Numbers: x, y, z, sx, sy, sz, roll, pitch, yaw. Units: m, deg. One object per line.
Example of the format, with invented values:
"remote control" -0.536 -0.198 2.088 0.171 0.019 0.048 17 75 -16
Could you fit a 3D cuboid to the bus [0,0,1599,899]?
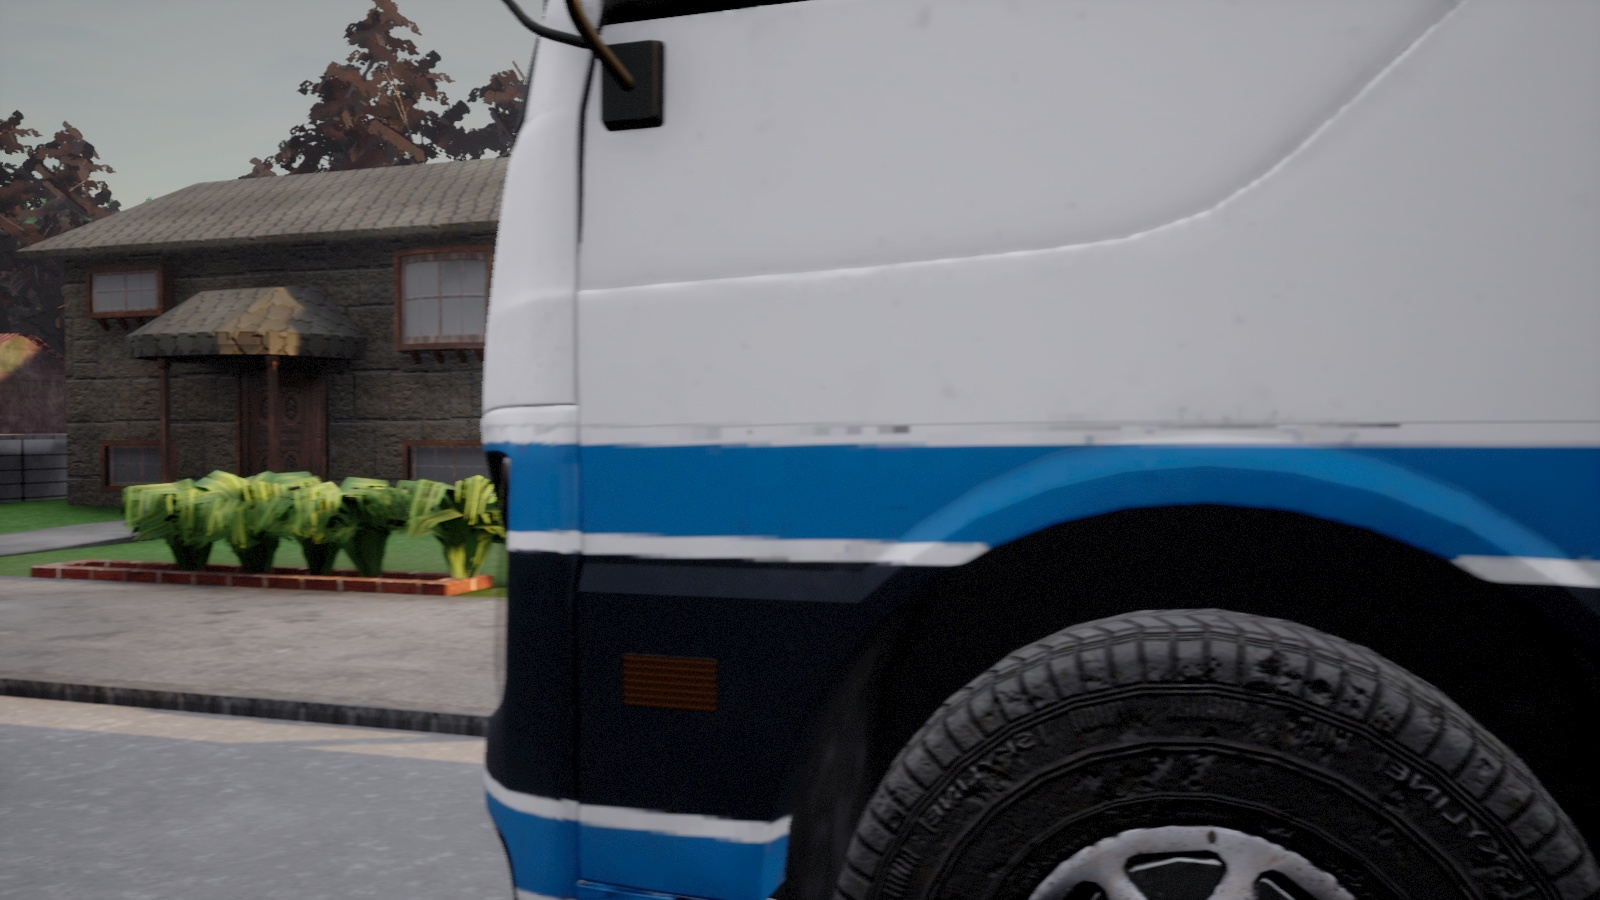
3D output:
"bus" 3.803 -0.574 2.421 10.273 4.253 3.944 1 1 19
